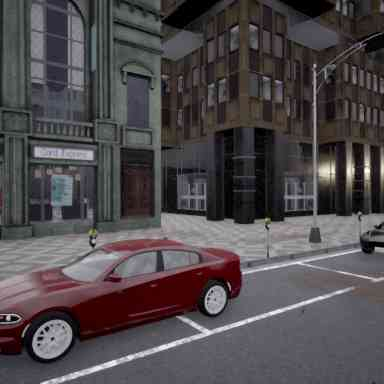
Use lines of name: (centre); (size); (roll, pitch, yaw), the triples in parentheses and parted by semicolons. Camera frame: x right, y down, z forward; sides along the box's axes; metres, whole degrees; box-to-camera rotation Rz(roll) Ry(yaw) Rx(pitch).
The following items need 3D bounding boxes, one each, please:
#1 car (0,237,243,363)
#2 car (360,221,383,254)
car: (-1.116, 1.545, 5.856); (4.507, 1.381, 1.887); (0, 0, -36)
car: (8.059, 1.566, 12.406); (4.313, 1.339, 1.947); (0, 0, -36)
